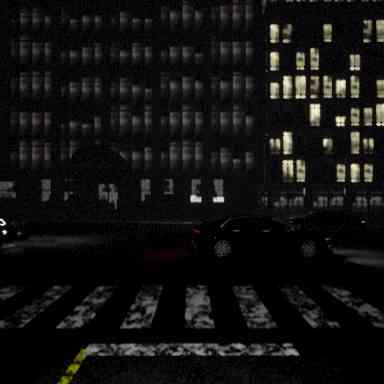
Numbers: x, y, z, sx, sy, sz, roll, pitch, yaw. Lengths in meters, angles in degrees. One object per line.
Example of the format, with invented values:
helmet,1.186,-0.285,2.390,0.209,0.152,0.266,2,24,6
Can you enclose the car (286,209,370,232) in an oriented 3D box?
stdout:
car,8.798,1.818,21.793,4.718,1.301,1.895,1,-1,1

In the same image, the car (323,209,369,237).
car,7.193,1.679,18.547,4.674,1.442,1.812,1,-1,0

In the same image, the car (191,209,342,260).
car,2.416,1.507,11.889,4.892,1.490,1.837,0,0,1

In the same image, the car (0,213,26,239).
car,-10.131,1.234,15.269,4.553,1.767,2.097,2,0,1
